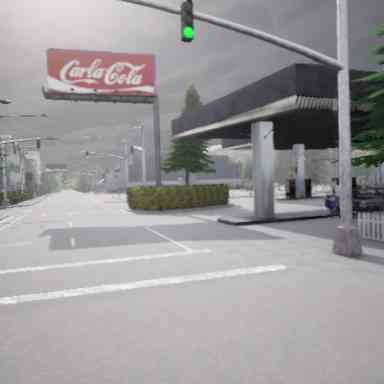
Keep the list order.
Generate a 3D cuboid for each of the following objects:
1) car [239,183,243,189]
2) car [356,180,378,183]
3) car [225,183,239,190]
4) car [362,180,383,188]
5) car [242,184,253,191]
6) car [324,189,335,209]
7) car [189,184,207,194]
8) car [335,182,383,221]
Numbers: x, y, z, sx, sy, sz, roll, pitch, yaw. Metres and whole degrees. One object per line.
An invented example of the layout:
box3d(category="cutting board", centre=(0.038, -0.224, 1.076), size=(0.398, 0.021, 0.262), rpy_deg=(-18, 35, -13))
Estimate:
box3d(category="car", centre=(12.453, -1.542, 89.239), size=(1.932, 1.855, 4.605), rpy_deg=(-2, 2, -21))
box3d(category="car", centre=(36.202, -1.614, 70.196), size=(2.152, 1.636, 5.027), rpy_deg=(-2, 2, -21))
box3d(category="car", centre=(9.884, -1.440, 87.825), size=(1.905, 1.878, 3.866), rpy_deg=(-2, 2, -21))
box3d(category="car", centre=(39.115, -1.733, 71.355), size=(2.007, 1.523, 4.514), rpy_deg=(-2, 2, -21))
box3d(category="car", centre=(13.058, -0.855, 69.683), size=(2.007, 1.523, 4.514), rpy_deg=(-2, 2, -21))
box3d(category="car", centre=(12.434, 0.494, 25.444), size=(4.611, 1.667, 2.242), rpy_deg=(-2, 2, -21))
box3d(category="car", centre=(1.159, -0.559, 65.935), size=(1.932, 1.855, 4.605), rpy_deg=(-2, 2, -21))
box3d(category="car", centre=(10.383, 0.573, 18.611), size=(3.866, 1.878, 1.905), rpy_deg=(-2, 2, -21))
